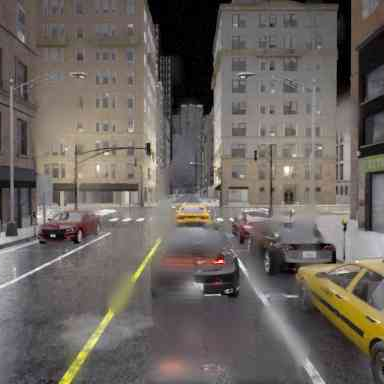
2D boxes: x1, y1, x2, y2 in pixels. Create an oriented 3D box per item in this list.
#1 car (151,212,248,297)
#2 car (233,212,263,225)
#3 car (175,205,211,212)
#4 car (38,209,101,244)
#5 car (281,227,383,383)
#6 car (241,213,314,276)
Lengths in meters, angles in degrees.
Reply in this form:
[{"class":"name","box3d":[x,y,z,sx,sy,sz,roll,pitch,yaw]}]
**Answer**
[{"class":"car","box3d":[0.073,1.502,8.546,1.837,1.490,4.892,0,0,0]},{"class":"car","box3d":[2.883,1.577,15.784,1.802,1.307,4.206,-1,0,0]},{"class":"car","box3d":[0.053,1.471,18.973,1.882,1.535,5.008,0,0,1]},{"class":"car","box3d":[-5.662,1.539,15.792,1.887,1.381,4.507,-1,0,0]},{"class":"car","box3d":[2.868,1.524,4.782,1.752,1.417,4.829,-1,0,0]},{"class":"car","box3d":[2.876,1.563,10.198,1.947,1.339,4.313,-1,0,0]}]
